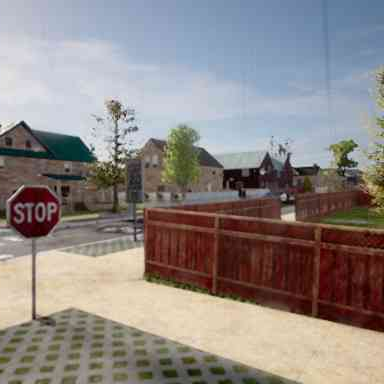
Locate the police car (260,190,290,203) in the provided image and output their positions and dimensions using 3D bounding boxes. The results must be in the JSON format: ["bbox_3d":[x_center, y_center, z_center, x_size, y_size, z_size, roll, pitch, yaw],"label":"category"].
[{"bbox_3d":[9.363,0.572,37.812,2.038,1.542,4.974,0,1,36],"label":"police car"}]
